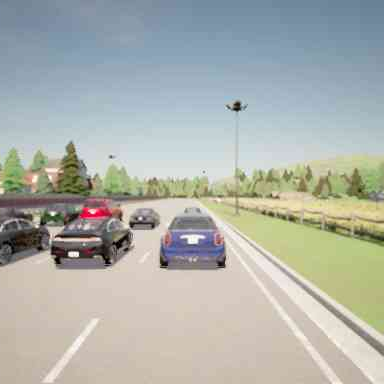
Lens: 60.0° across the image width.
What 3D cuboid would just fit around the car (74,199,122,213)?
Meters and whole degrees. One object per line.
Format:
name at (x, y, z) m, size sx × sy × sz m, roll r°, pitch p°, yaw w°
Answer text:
car at (-6.976, 1.581, 26.122) m, size 2.150 × 2.045 × 5.566 m, roll 0°, pitch -1°, yaw 1°

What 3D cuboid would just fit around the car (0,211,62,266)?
car at (-6.958, 1.661, 12.252) m, size 2.128 × 1.511 × 4.902 m, roll 0°, pitch -1°, yaw 1°

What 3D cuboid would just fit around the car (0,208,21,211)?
car at (-13.986, 1.891, 25.067) m, size 2.033 × 1.411 × 5.357 m, roll 0°, pitch -1°, yaw 0°

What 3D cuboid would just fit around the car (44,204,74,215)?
car at (-10.463, 1.723, 27.155) m, size 2.097 × 1.767 × 4.553 m, roll 0°, pitch -1°, yaw 1°

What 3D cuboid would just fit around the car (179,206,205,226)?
car at (0.037, 1.940, 27.421) m, size 1.994 × 1.385 × 4.181 m, roll 0°, pitch -1°, yaw 1°

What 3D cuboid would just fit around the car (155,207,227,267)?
car at (0.042, 1.519, 12.161) m, size 2.097 × 1.767 × 4.553 m, roll 0°, pitch -1°, yaw 1°

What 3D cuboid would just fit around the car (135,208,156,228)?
car at (-3.486, 1.891, 25.073) m, size 2.033 × 1.411 × 5.357 m, roll 0°, pitch -1°, yaw 0°

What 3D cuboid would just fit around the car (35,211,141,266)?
car at (-3.459, 1.660, 12.224) m, size 2.128 × 1.511 × 4.902 m, roll 0°, pitch -1°, yaw 1°
